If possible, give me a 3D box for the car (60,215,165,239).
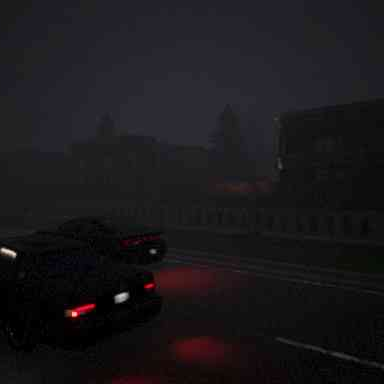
[{"bbox_3d":[-3.062,1.462,10.476,5.008,1.535,1.882,0,0,35],"label":"car"}]

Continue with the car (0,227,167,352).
[{"bbox_3d":[-3.031,1.537,6.154,5.357,1.411,2.033,0,0,36],"label":"car"}]
